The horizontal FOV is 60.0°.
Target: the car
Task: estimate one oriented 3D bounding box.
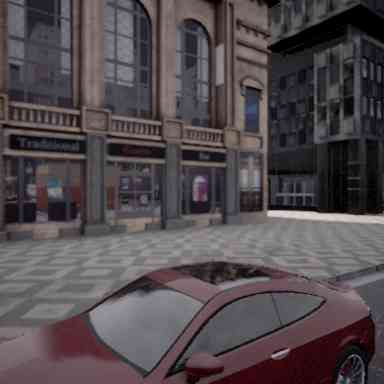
[{"bbox_3d":[0.029,1.526,3.346,4.674,1.442,1.812,0,0,-35],"label":"car"}]
